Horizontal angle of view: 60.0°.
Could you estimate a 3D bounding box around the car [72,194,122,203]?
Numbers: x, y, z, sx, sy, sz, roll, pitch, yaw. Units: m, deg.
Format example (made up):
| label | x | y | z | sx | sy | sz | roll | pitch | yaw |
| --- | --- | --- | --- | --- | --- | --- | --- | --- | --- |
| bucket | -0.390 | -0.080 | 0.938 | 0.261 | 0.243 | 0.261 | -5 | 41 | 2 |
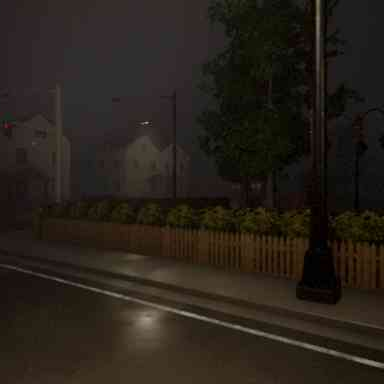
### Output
| label | x | y | z | sx | sy | sz | roll | pitch | yaw |
| --- | --- | --- | --- | --- | --- | --- | --- | --- | --- |
| car | -7.999 | 1.213 | 31.311 | 2.150 | 2.045 | 5.566 | 0 | 0 | 35 |
